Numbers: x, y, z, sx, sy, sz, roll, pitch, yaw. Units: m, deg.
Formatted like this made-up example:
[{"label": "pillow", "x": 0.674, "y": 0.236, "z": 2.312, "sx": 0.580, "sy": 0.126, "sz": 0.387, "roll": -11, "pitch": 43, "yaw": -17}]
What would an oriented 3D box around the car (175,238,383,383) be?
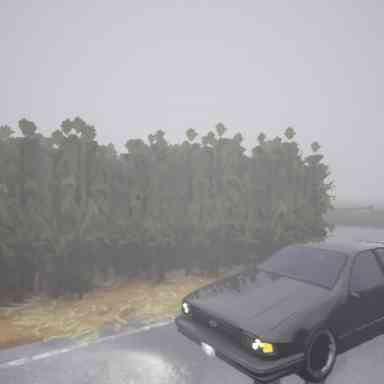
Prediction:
[{"label": "car", "x": 2.389, "y": 1.540, "z": 5.594, "sx": 5.357, "sy": 1.411, "sz": 2.033, "roll": 0, "pitch": 0, "yaw": -35}]
